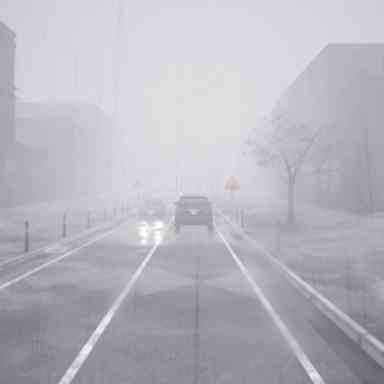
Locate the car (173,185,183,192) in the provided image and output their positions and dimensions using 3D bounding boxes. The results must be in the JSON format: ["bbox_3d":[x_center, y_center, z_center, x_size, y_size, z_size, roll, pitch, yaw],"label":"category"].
[{"bbox_3d":[-2.837,-0.676,68.632,1.994,1.385,4.181,0,3,1],"label":"car"}]

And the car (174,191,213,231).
[{"bbox_3d":[0.081,1.168,20.396,2.150,2.045,5.566,0,1,0],"label":"car"}]

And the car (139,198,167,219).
[{"bbox_3d":[-3.104,1.291,27.070,2.128,1.511,4.902,1,2,0],"label":"car"}]
